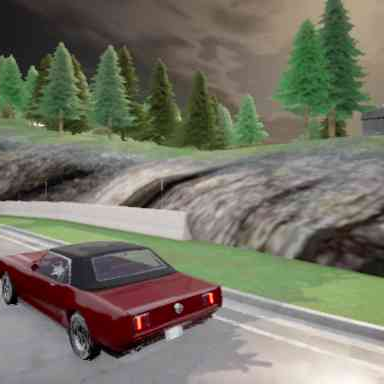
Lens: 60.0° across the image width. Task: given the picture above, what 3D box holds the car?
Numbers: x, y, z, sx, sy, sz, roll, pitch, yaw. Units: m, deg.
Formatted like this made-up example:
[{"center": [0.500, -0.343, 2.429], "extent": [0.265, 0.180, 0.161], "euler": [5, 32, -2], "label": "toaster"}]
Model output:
[{"center": [-1.829, 1.557, 5.959], "extent": [4.718, 1.301, 1.895], "euler": [1, 0, 44], "label": "car"}]
